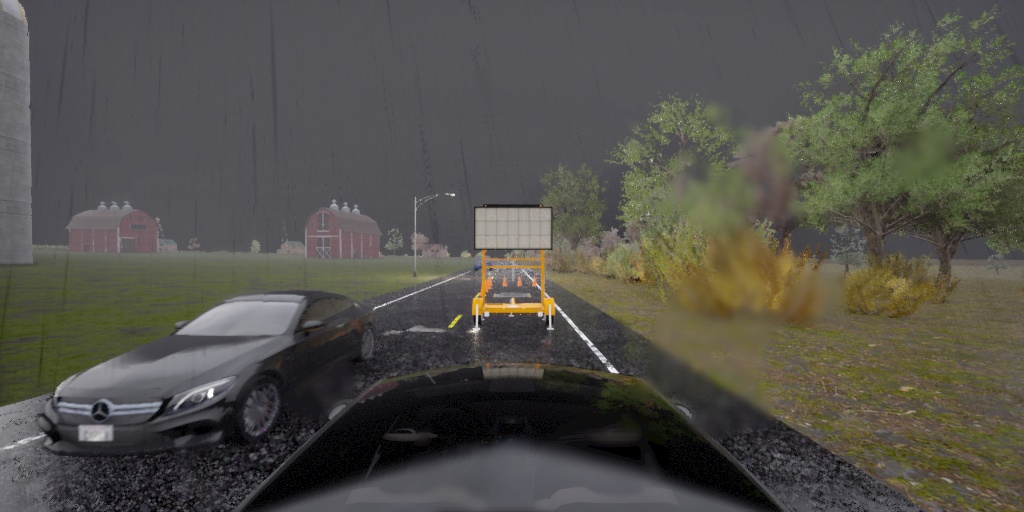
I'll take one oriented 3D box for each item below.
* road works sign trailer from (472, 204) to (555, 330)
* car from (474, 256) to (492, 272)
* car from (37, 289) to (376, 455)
[{"bbox_3d":[0.037,0.213,11.122,2.380,3.560,2.880,0,0,0],"label":"road works sign trailer"},{"bbox_3d":[-3.799,0.968,47.716,2.150,2.045,5.566,0,0,-1],"label":"car"},{"bbox_3d":[-3.593,1.275,5.429,1.812,1.442,4.674,0,0,0],"label":"car"}]
